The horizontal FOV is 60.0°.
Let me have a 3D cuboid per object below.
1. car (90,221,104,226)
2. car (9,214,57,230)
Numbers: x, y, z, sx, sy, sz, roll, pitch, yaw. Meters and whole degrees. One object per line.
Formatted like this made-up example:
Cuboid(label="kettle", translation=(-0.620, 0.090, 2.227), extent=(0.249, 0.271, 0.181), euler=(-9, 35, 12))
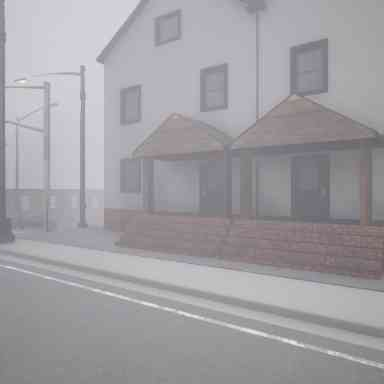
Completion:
Cuboid(label="car", translation=(-8.973, 3.820, 36.415), extent=(2.097, 1.767, 4.553), euler=(0, -12, 35))
Cuboid(label="car", translation=(-14.074, 2.655, 29.325), extent=(1.994, 1.385, 4.181), euler=(0, -9, 36))
